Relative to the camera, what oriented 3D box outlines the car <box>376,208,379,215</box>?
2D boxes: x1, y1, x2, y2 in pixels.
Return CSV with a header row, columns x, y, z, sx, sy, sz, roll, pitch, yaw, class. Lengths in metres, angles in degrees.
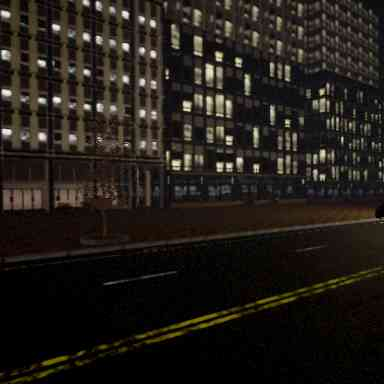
x,y,z,sx,sy,sz,roll,pitch,yaw,class
13.377,1.027,21.086,4.181,1.385,1.994,0,0,-35,car
